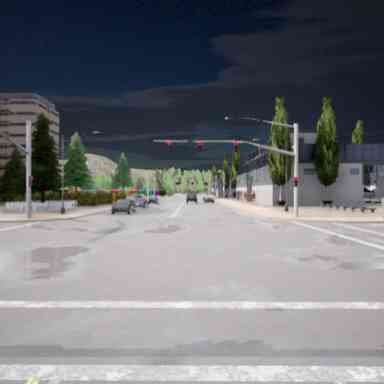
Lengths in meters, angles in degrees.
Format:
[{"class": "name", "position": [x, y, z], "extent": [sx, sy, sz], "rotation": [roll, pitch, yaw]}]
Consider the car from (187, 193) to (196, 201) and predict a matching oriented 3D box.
[{"class": "car", "position": [-0.045, 1.204, 76.846], "extent": [2.097, 1.767, 4.553], "rotation": [0, 0, 0]}]

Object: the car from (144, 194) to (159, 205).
[{"class": "car", "position": [-7.098, 1.543, 60.242], "extent": [2.033, 1.411, 5.357], "rotation": [0, 0, 0]}]

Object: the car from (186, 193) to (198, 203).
[{"class": "car", "position": [-0.039, 1.216, 66.224], "extent": [2.150, 2.045, 5.566], "rotation": [0, 0, 0]}]

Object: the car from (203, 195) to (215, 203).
[{"class": "car", "position": [3.461, 1.595, 66.600], "extent": [1.895, 1.301, 4.718], "rotation": [0, 0, 0]}]

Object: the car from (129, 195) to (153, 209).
[{"class": "car", "position": [-7.115, 1.488, 45.524], "extent": [2.128, 1.511, 4.902], "rotation": [0, 0, 0]}]

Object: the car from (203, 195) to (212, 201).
[{"class": "car", "position": [3.455, 1.444, 76.908], "extent": [1.895, 1.301, 4.718], "rotation": [0, 0, 0]}]

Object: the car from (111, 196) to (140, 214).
[{"class": "car", "position": [-7.138, 1.502, 35.076], "extent": [1.837, 1.490, 4.892], "rotation": [0, 0, 1]}]
